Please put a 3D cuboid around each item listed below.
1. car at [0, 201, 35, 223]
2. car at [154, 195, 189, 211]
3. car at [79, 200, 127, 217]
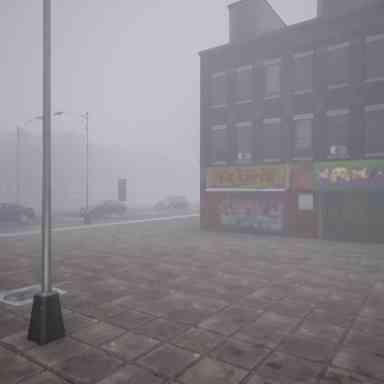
[{"bbox_3d":[-13.390,1.429,22.690,1.882,1.535,5.008,0,0,35],"label":"car"},{"bbox_3d":[-2.308,1.233,38.494,2.097,1.767,4.553,0,0,35],"label":"car"},{"bbox_3d":[-8.027,1.443,30.346,1.812,1.442,4.674,0,0,35],"label":"car"}]
